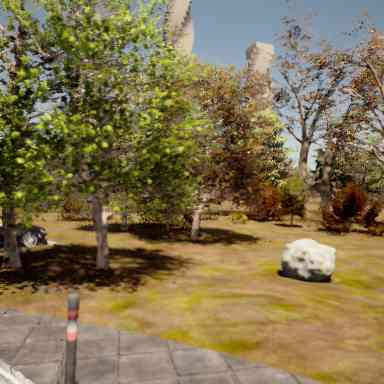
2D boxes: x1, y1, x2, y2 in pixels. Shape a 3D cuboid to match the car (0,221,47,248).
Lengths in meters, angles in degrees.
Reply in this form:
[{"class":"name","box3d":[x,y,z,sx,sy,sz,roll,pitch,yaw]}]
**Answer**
[{"class":"car","box3d":[-8.409,1.647,13.405,2.231,1.521,4.892,0,-1,39]}]
